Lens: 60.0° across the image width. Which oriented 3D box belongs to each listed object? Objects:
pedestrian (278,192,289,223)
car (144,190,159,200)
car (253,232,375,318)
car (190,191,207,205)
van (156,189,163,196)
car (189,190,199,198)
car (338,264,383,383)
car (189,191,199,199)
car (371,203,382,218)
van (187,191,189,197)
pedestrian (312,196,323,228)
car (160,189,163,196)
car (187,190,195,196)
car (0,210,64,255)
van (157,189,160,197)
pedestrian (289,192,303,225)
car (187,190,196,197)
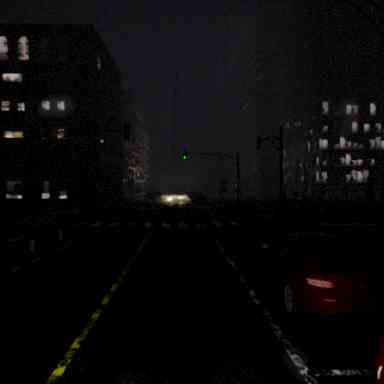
[{"bbox_3d":[5.444,0.894,19.505,0.375,1.860,0.375,-1,2,-2],"label":"pedestrian"},{"bbox_3d":[-7.815,0.710,61.633,1.947,1.339,4.313,-1,1,-2],"label":"car"},{"bbox_3d":[2.456,1.490,6.992,1.802,1.307,4.206,-1,1,-2],"label":"car"},{"bbox_3d":[1.110,0.934,45.028,1.887,1.381,4.507,-1,1,-2],"label":"car"},{"bbox_3d":[-8.791,0.066,89.842,1.690,1.788,3.998,-1,1,-2],"label":"van"},{"bbox_3d":[0.914,0.749,50.669,1.967,1.590,4.097,-1,1,-2],"label":"car"},{"bbox_3d":[2.648,1.527,1.415,1.887,1.381,4.507,-1,1,-2],"label":"car"},{"bbox_3d":[0.331,0.610,67.596,1.887,1.381,4.507,-1,1,-2],"label":"car"},{"bbox_3d":[15.873,1.378,25.216,4.403,1.369,2.008,0,1,-1],"label":"car"},{"bbox_3d":[0.523,0.488,61.951,1.690,1.788,3.998,-1,1,-2],"label":"van"},{"bbox_3d":[7.224,1.112,18.972,0.375,1.860,0.375,-1,2,-2],"label":"pedestrian"},{"bbox_3d":[-8.400,0.440,78.559,1.887,1.381,4.507,-1,1,-2],"label":"car"},{"bbox_3d":[-0.248,0.254,84.520,1.967,1.590,4.097,-1,1,-2],"label":"car"},{"bbox_3d":[-6.111,1.381,12.243,2.008,1.369,4.403,-1,1,-2],"label":"car"},{"bbox_3d":[-8.013,0.403,67.272,1.690,1.788,3.998,-1,1,-2],"label":"van"},{"bbox_3d":[5.720,0.903,18.314,0.375,1.860,0.375,-1,2,-2],"label":"pedestrian"},{"bbox_3d":[-0.059,0.339,78.878,1.967,1.590,4.097,-1,1,-2],"label":"car"}]
